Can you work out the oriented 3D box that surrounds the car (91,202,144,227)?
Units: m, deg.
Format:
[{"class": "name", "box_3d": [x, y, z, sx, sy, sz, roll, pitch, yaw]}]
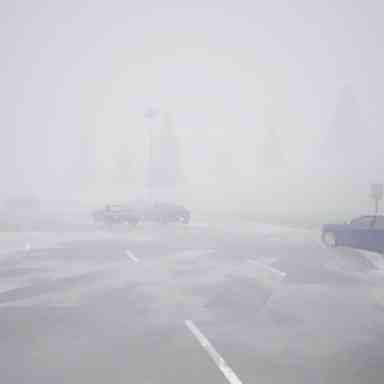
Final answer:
[{"class": "car", "box_3d": [-5.199, 1.515, 21.995, 1.895, 1.301, 4.718, 0, 0, -32]}]

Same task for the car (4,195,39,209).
[{"class": "car", "box_3d": [-21.028, 1.097, 40.996, 4.553, 1.767, 2.097, 1, 0, 28]}]

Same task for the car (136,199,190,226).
[{"class": "car", "box_3d": [-1.912, 1.445, 23.066, 1.837, 1.490, 4.892, 2, -1, -31]}]

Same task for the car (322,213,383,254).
[{"class": "car", "box_3d": [6.959, 1.513, 12.188, 1.882, 1.535, 5.008, 1, 0, -19]}]

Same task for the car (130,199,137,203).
[{"class": "car", "box_3d": [-5.251, 1.439, 33.680, 5.357, 1.411, 2.033, 1, 0, 45]}]
